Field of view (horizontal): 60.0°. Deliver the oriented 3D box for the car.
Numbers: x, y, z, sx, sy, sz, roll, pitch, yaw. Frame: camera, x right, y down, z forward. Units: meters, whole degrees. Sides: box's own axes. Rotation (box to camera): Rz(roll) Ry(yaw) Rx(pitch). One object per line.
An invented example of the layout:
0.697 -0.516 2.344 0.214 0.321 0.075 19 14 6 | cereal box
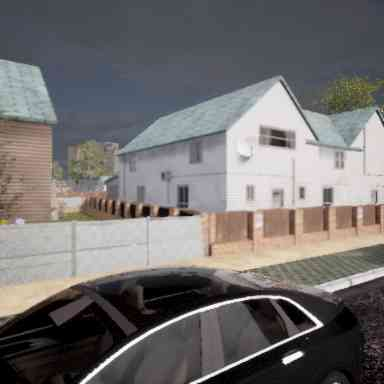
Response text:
-0.471 1.506 2.735 4.892 1.490 1.837 0 0 -36 | car
